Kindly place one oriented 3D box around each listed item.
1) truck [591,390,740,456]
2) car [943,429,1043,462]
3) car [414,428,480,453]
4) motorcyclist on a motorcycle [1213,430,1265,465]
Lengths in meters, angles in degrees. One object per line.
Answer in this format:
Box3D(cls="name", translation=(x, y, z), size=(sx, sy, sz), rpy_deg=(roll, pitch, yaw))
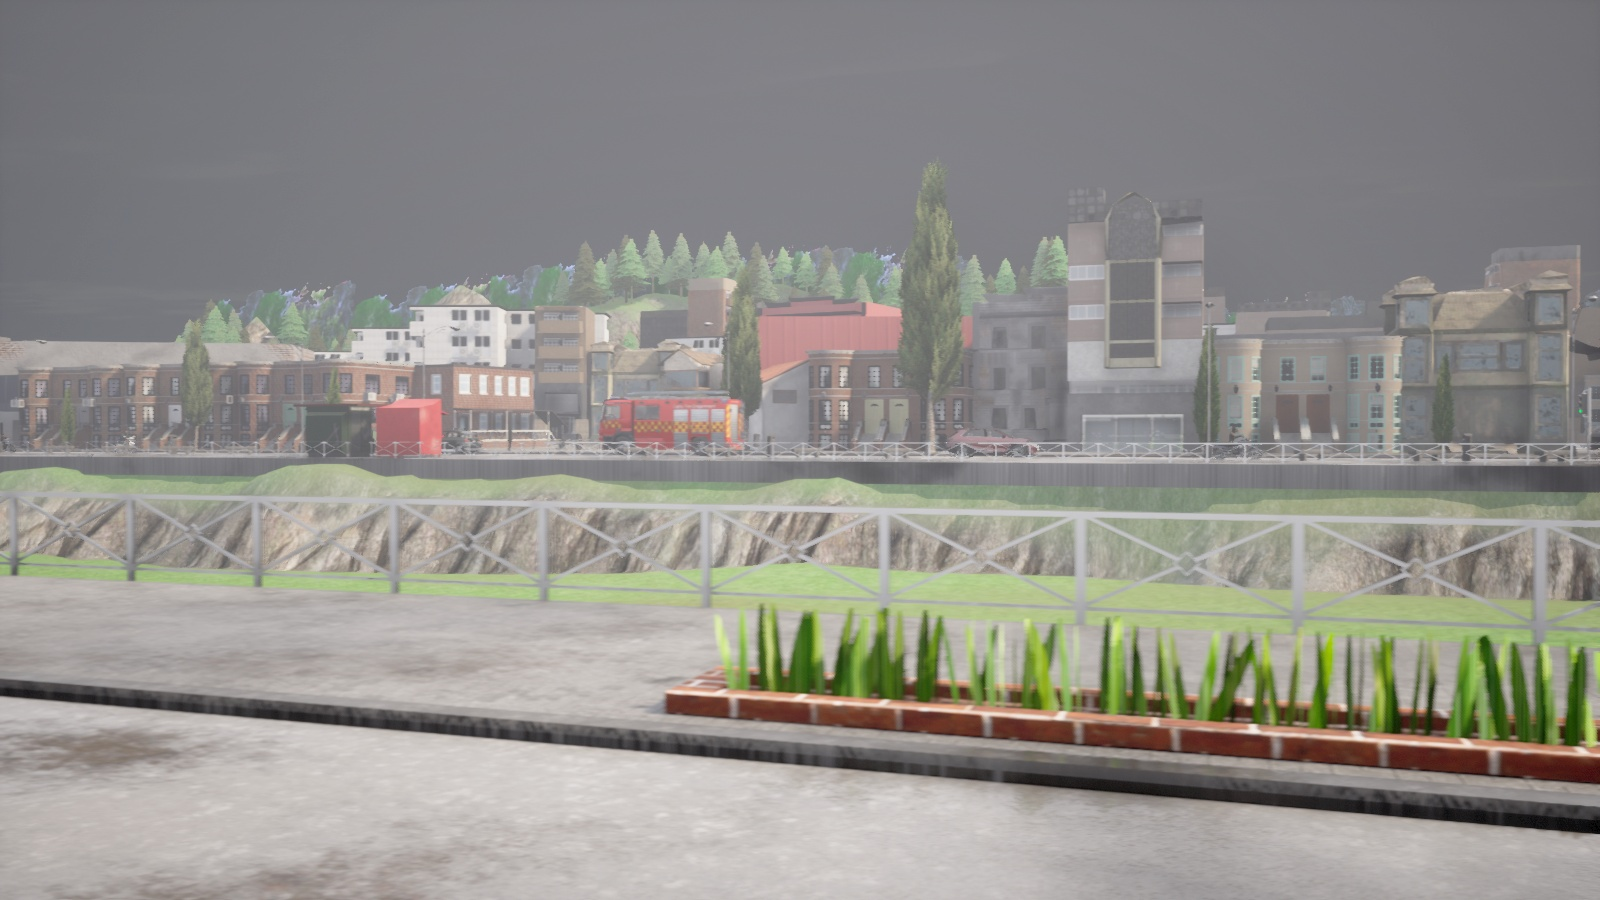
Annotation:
Box3D(cls="truck", translation=(-8.116, -1.634, 75.579), size=(8.468, 3.827, 2.891), rpy_deg=(1, 1, 18))
Box3D(cls="car", translation=(10.041, -0.271, 65.383), size=(4.856, 1.649, 2.033), rpy_deg=(1, 1, 18))
Box3D(cls="car", translation=(-22.564, -0.649, 80.369), size=(3.705, 1.549, 1.789), rpy_deg=(1, 1, 18))
Box3D(cls="motorcyclist on a motorcycle", translation=(21.519, -0.125, 61.590), size=(2.350, 1.649, 0.766), rpy_deg=(1, 1, 18))
